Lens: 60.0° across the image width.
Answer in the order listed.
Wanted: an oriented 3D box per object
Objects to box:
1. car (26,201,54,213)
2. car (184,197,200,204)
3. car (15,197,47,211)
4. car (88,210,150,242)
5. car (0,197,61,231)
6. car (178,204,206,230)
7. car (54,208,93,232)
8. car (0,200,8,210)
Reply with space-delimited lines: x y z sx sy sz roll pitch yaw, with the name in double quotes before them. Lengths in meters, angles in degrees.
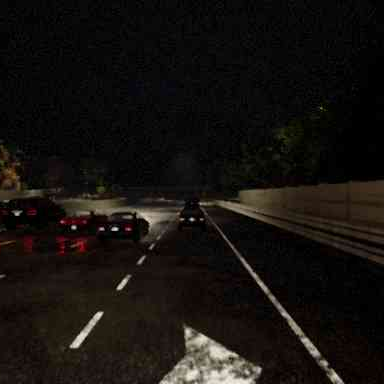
"car" -21.036 2.012 46.244 1.812 1.442 4.674 0 0 1
"car" 0.001 1.747 49.587 2.150 2.045 5.566 0 -1 0
"car" -24.539 1.764 50.941 2.150 2.045 5.566 0 -1 1
"car" -3.399 1.713 17.198 2.033 1.411 5.357 0 -1 0
"car" -10.402 1.441 22.456 2.150 2.045 5.566 0 -1 0
"car" 0.000 1.771 22.873 2.033 1.411 5.357 0 -1 0
"car" -6.899 1.812 21.690 1.895 1.301 4.718 0 -1 0
"car" -31.525 2.056 52.541 2.128 1.511 4.902 0 -1 1
